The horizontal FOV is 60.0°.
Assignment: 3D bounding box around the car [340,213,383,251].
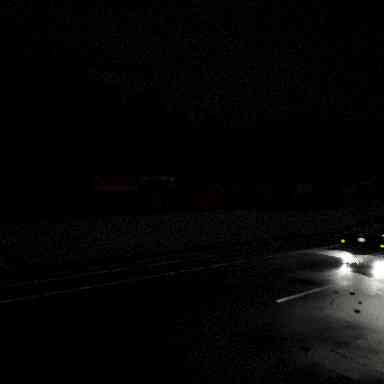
[{"bbox_3d":[7.763,1.549,13.209,4.181,1.385,1.994,0,0,-35],"label":"car"}]
